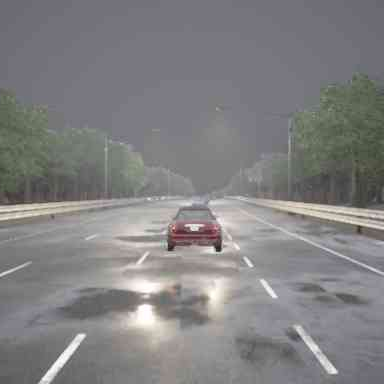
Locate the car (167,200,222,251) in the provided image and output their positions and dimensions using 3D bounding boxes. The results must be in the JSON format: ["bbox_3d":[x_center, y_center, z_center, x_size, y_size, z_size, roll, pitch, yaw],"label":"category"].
[{"bbox_3d":[0.127,1.385,14.434,2.097,1.767,4.553,0,0,1],"label":"car"}]

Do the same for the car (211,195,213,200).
[{"bbox_3d":[3.640,1.954,83.894,1.895,1.301,4.718,0,0,5],"label":"car"}]

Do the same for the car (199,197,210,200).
[{"bbox_3d":[0.841,1.680,39.664,2.033,1.411,5.357,0,0,2],"label":"car"}]

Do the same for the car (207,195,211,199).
[{"bbox_3d":[2.319,1.805,66.629,2.033,1.411,5.357,0,0,4],"label":"car"}]
